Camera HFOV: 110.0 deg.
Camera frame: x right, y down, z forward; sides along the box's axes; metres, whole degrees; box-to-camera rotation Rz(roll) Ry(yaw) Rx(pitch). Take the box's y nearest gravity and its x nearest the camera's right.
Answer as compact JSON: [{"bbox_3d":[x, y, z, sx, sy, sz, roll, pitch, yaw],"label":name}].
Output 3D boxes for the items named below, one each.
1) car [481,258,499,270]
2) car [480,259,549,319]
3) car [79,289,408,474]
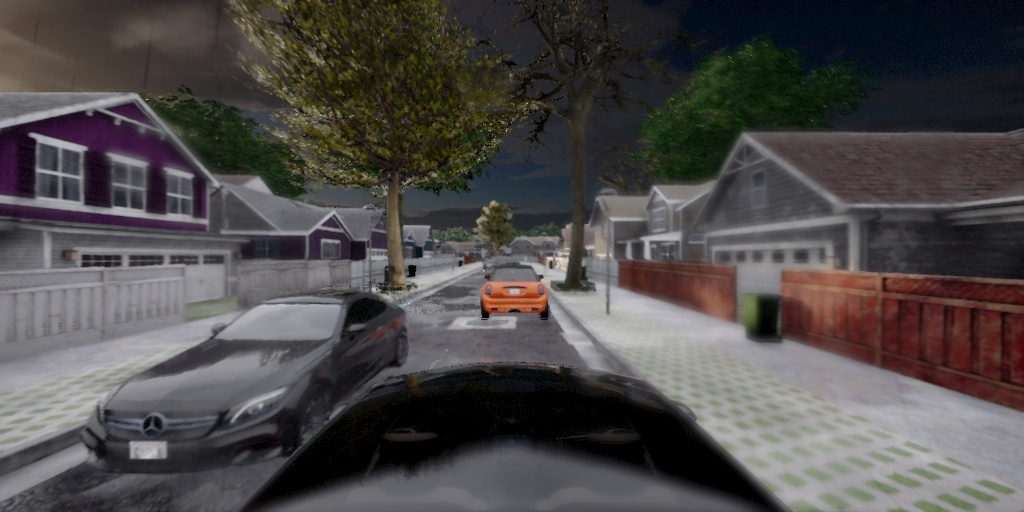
[{"bbox_3d":[-2.914,1.109,48.717,2.128,1.511,4.902,0,0,0],"label":"car"},{"bbox_3d":[0.078,1.062,12.713,2.097,1.767,4.553,0,0,0],"label":"car"},{"bbox_3d":[-2.858,1.259,5.144,1.812,1.442,4.674,0,0,0],"label":"car"}]
